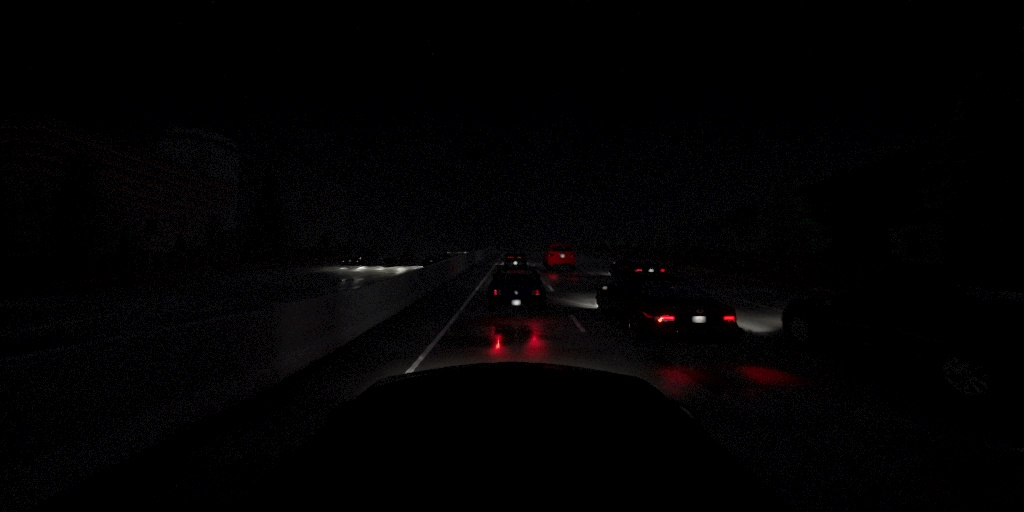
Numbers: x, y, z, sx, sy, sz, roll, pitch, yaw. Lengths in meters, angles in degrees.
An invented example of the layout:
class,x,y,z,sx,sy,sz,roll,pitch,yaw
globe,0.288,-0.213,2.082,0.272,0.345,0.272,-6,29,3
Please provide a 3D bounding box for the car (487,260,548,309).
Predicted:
class,x,y,z,sx,sy,sz,roll,pitch,yaw
car,0.162,1.066,13.410,1.895,1.301,4.718,0,3,1

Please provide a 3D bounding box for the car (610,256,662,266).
class,x,y,z,sx,sy,sz,roll,pitch,yaw
car,7.179,0.681,20.904,2.033,1.411,5.357,0,3,1

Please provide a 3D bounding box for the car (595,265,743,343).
class,x,y,z,sx,sy,sz,roll,pitch,yaw
car,3.615,1.176,9.378,2.033,1.411,5.357,0,2,1

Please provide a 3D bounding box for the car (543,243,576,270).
class,x,y,z,sx,sy,sz,roll,pitch,yaw
car,3.783,-0.031,29.280,2.150,2.045,5.566,0,3,1

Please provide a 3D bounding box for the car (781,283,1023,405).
class,x,y,z,sx,sy,sz,roll,pitch,yaw
car,7.074,1.219,6.227,1.837,1.490,4.892,0,1,1

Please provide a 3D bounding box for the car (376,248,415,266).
class,x,y,z,sx,sy,sz,roll,pitch,yaw
car,-10.380,0.039,32.891,1.882,1.535,5.008,0,3,0

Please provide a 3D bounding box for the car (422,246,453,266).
class,x,y,z,sx,sy,sz,roll,pitch,yaw
car,-6.880,0.089,32.972,1.812,1.442,4.674,0,3,0

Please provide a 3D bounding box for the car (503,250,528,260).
class,x,y,z,sx,sy,sz,roll,pitch,yaw
car,0.293,0.180,30.741,1.837,1.490,4.892,0,3,1

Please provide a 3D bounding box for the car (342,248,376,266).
class,x,y,z,sx,sy,sz,roll,pitch,yaw
car,-13.878,0.050,33.110,1.837,1.490,4.892,0,3,0
